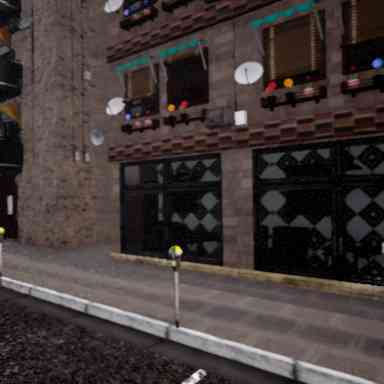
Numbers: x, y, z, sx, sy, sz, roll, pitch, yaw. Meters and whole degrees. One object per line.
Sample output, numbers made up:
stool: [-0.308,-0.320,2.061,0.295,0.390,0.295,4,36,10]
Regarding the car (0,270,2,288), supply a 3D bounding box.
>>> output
car: [-5.951,1.396,6.967,5.009,1.841,2.192,-1,-1,35]
